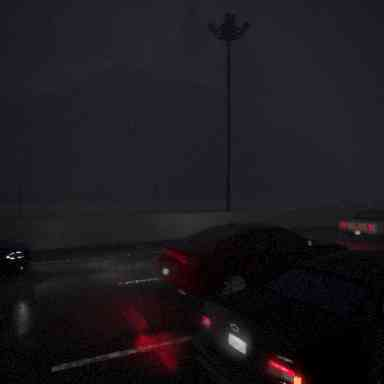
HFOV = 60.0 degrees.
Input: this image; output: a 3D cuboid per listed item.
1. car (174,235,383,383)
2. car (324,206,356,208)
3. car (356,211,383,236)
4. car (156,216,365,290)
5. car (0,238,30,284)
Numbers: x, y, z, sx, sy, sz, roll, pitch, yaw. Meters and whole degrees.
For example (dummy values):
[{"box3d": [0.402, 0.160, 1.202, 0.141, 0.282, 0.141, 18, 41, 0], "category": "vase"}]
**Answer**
[{"box3d": [2.639, 1.548, 4.517, 5.357, 1.411, 2.033, 0, 0, -29], "category": "car"}, {"box3d": [18.385, 1.600, 40.217, 4.718, 1.301, 1.895, 0, 0, -39], "category": "car"}, {"box3d": [9.569, 1.600, 16.620, 4.718, 1.301, 1.895, 0, 0, -32], "category": "car"}, {"box3d": [1.631, 1.477, 7.980, 5.008, 1.535, 1.882, 0, 0, -28], "category": "car"}, {"box3d": [-6.522, 1.477, 7.702, 5.008, 1.535, 1.882, 0, 0, -26], "category": "car"}]
